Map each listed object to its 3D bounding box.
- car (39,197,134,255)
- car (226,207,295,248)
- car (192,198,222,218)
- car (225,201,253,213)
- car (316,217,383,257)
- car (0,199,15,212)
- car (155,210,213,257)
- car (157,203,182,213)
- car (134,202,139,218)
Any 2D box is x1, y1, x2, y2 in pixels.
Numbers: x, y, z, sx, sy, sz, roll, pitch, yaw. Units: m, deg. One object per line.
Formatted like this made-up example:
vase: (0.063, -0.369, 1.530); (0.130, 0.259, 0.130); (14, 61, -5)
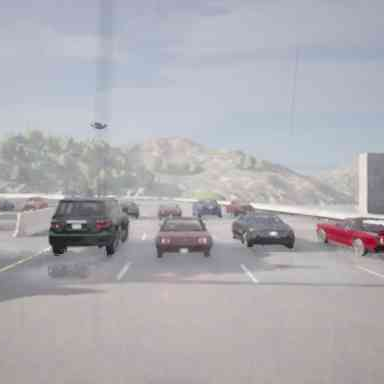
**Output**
car: (-3.898, 1.216, 13.458); (2.150, 2.045, 5.566); (0, 0, -3)
car: (3.000, 1.575, 14.840); (1.994, 1.385, 4.181); (0, 0, -4)
car: (1.256, 1.363, 30.287); (2.097, 1.767, 4.553); (0, 0, -8)
car: (4.549, 1.544, 31.865); (1.812, 1.442, 4.674); (0, 0, -9)
car: (6.633, 1.619, 13.007); (1.895, 1.301, 4.718); (0, 0, -3)
car: (-21.605, 1.529, 37.560); (1.994, 1.385, 4.181); (0, 0, -12)
car: (-0.371, 1.604, 12.956); (1.895, 1.301, 4.718); (0, 0, -3)
car: (-2.012, 1.605, 28.589); (1.895, 1.301, 4.718); (0, 0, -8)
car: (-5.858, 1.560, 30.503); (1.994, 1.385, 4.181); (0, 0, -9)
